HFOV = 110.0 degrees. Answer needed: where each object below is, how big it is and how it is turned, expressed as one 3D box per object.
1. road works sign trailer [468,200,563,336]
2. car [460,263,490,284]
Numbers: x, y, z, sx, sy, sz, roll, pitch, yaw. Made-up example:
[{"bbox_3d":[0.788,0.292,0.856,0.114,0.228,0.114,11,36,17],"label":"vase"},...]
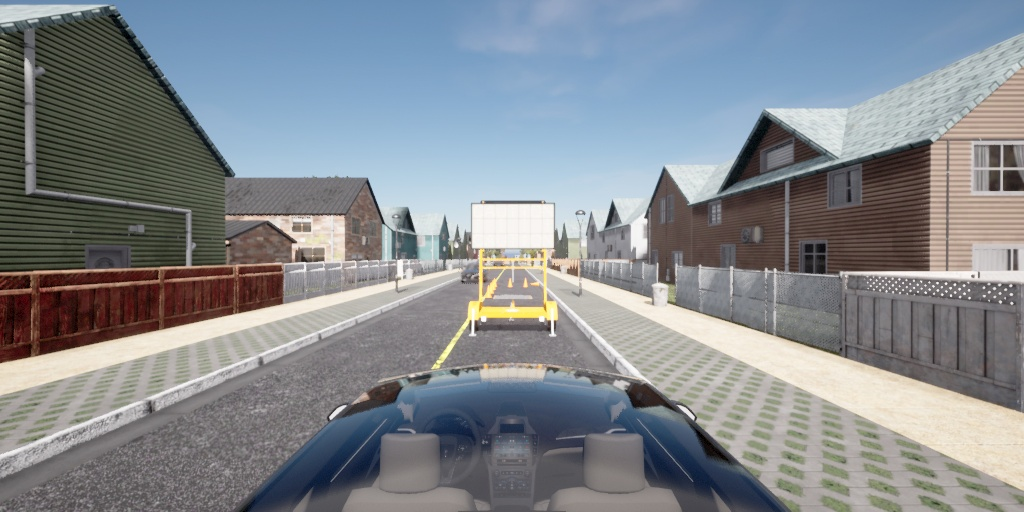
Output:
[{"bbox_3d":[0.029,0.214,10.350,2.380,3.560,2.880,0,0,1],"label":"road works sign trailer"},{"bbox_3d":[-2.788,1.283,27.644,1.837,1.490,4.892,0,0,0],"label":"car"}]
